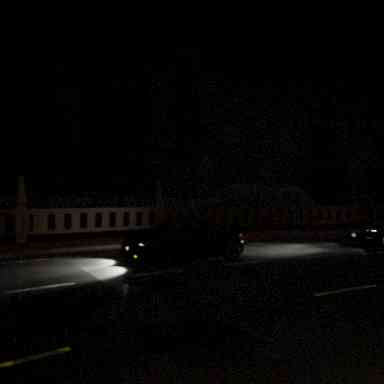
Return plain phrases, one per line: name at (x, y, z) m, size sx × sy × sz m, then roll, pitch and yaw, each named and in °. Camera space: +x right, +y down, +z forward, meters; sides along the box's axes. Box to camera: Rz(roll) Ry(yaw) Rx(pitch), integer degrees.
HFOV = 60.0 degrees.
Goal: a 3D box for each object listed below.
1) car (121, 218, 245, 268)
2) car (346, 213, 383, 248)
car at (-0.263, 1.612, 11.399) m, size 4.181 × 1.385 × 1.994 m, roll 1°, pitch 0°, yaw -28°
car at (9.515, 1.658, 15.242) m, size 4.902 × 1.511 × 2.128 m, roll 1°, pitch 0°, yaw -14°
